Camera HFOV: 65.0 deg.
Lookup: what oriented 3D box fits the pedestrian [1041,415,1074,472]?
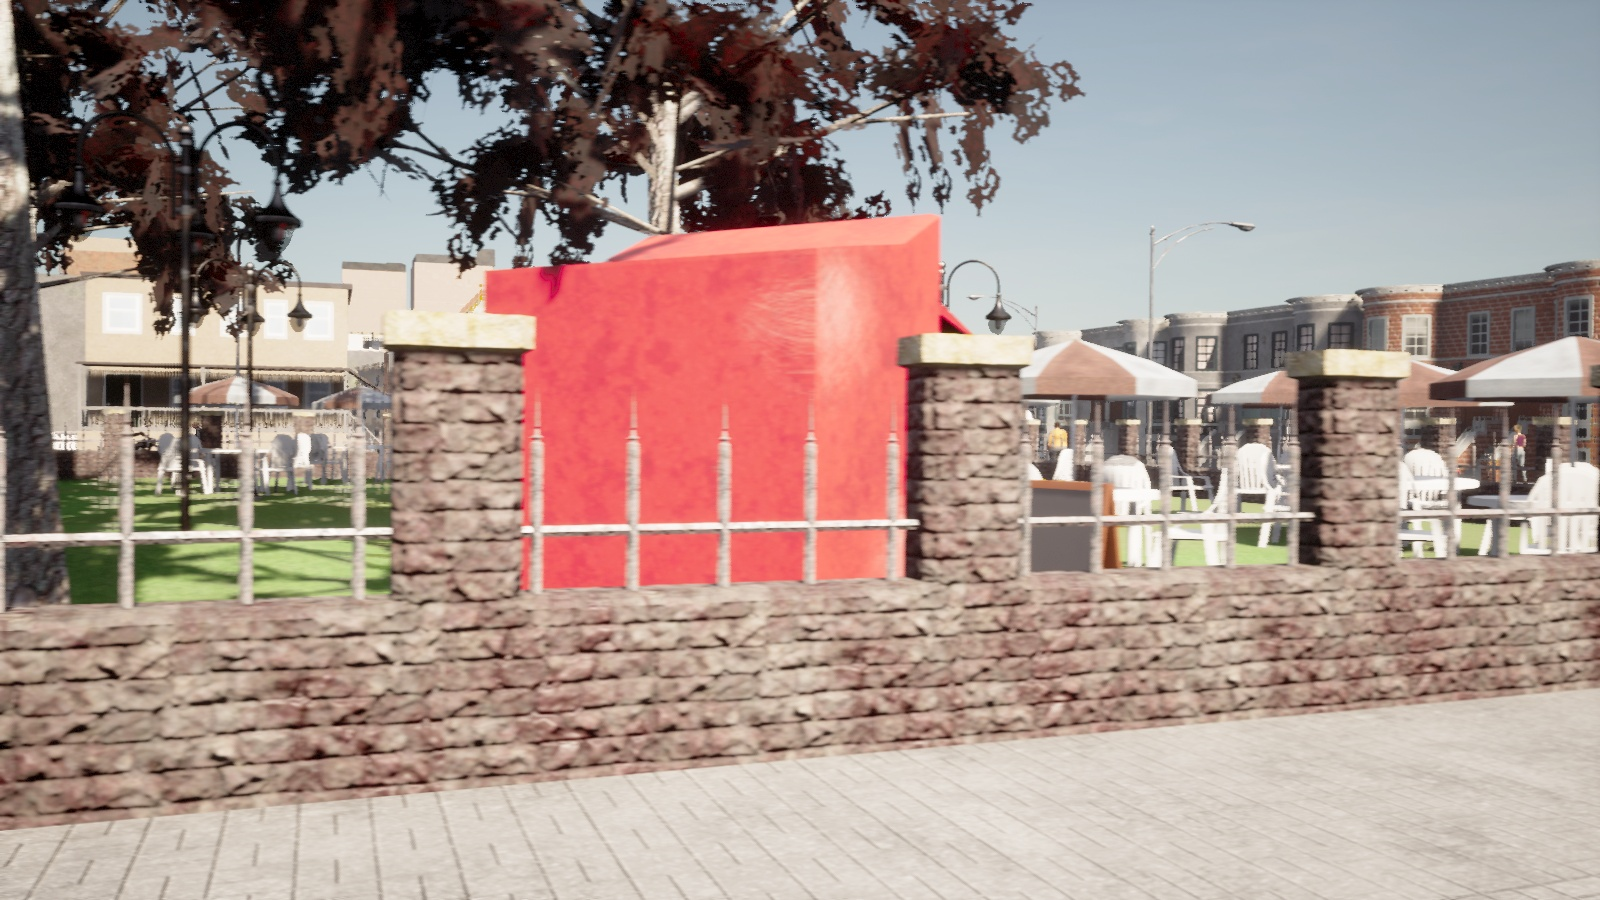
[{"bbox_3d":[8.486,-0.229,41.469,0.874,1.855,0.900,-1,1,-1],"label":"pedestrian"}]

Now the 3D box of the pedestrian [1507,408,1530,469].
[{"bbox_3d":[21.730,-0.345,37.973,0.345,1.836,0.594,-1,1,-4],"label":"pedestrian"}]

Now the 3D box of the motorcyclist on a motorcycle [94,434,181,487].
[{"bbox_3d":[-21.022,0.326,39.927,2.350,1.649,0.766,-1,1,-21],"label":"motorcyclist on a motorcycle"}]
